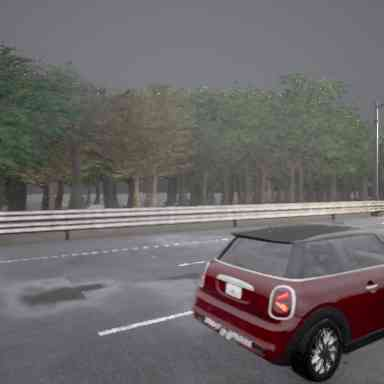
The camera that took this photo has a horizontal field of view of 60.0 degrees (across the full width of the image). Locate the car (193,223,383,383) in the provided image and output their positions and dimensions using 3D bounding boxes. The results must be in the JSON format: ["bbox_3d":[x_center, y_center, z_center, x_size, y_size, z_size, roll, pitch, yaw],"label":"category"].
[{"bbox_3d":[2.338,1.340,5.614,4.553,1.767,2.097,0,0,-33],"label":"car"}]
